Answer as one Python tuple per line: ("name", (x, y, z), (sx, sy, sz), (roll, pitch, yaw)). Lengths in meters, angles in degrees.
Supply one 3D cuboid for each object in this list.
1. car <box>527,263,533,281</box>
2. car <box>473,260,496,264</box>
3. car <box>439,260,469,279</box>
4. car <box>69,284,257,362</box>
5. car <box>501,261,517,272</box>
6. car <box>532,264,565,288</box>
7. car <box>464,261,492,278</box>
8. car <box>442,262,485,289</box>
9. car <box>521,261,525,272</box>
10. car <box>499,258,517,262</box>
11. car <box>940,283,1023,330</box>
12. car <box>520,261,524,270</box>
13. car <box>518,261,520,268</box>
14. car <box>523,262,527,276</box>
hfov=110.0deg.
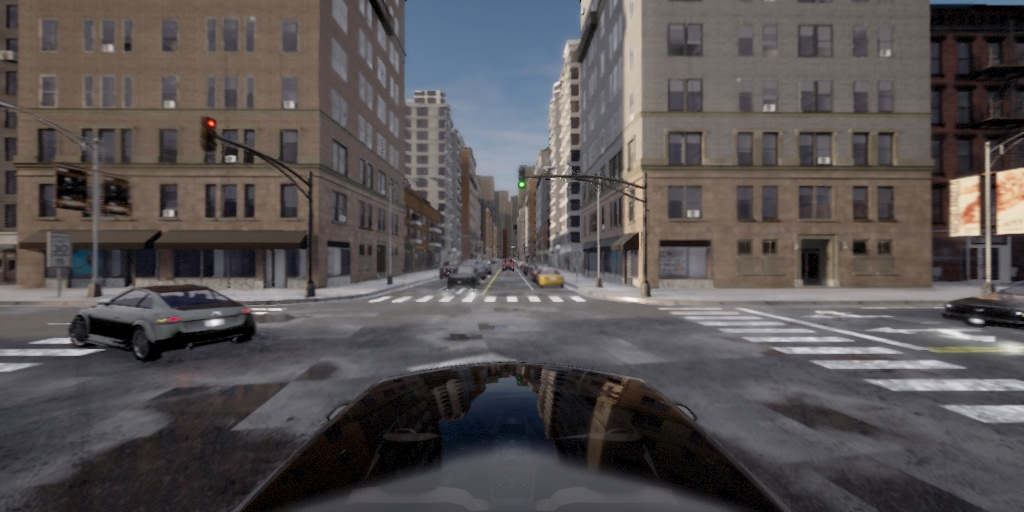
("car", (2.597, 1.415, 30.934), (1.967, 1.591, 4.097), (0, 0, -1))
("car", (-3.499, 1.573, 45.145), (2.128, 1.511, 4.902), (0, 0, 0))
("car", (-5.999, 1.332, 36.350), (2.192, 1.841, 5.009), (0, 0, -1))
("car", (-8.014, 1.360, 8.290), (4.181, 1.385, 1.994), (0, -1, 24))
("car", (-0.568, 1.749, 54.555), (1.895, 1.301, 4.718), (0, 0, -1))
("car", (2.667, 1.459, 25.579), (1.751, 1.417, 4.829), (0, 0, -1))
("car", (-3.401, 1.497, 34.763), (2.128, 1.511, 4.902), (0, 0, -1))
("car", (-3.282, 1.411, 25.224), (1.882, 1.535, 5.008), (0, 0, 1))
("car", (2.454, 1.623, 41.986), (1.948, 1.339, 4.313), (0, 0, -1))
("car", (-0.698, 1.445, 64.559), (2.150, 2.045, 5.566), (0, 0, -1))
("car", (15.063, 1.351, 9.608), (5.357, 1.411, 2.033), (0, 0, -1))
("car", (2.382, 1.642, 47.512), (1.888, 1.381, 4.507), (0, 0, -1))
("car", (2.310, 1.687, 53.036), (2.007, 1.370, 4.403), (0, 0, -1))
("car", (2.525, 1.567, 36.460), (2.007, 1.370, 4.403), (0, 0, -1))
